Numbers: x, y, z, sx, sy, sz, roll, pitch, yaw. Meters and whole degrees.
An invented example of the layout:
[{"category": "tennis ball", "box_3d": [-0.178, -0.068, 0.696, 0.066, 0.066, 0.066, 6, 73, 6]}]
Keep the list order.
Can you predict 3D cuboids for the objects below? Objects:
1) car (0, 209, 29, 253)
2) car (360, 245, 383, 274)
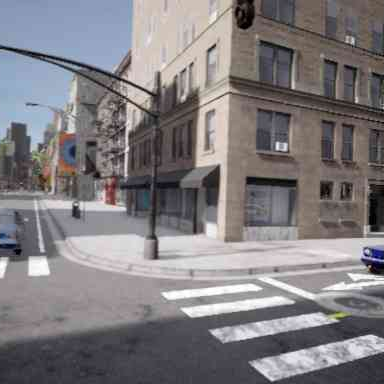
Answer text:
[{"category": "car", "box_3d": [-7.082, 1.305, 12.054, 2.033, 1.411, 5.357, 2, 0, -25]}, {"category": "car", "box_3d": [7.536, 1.969, 10.464, 4.718, 1.301, 1.895, 2, -1, -28]}]
